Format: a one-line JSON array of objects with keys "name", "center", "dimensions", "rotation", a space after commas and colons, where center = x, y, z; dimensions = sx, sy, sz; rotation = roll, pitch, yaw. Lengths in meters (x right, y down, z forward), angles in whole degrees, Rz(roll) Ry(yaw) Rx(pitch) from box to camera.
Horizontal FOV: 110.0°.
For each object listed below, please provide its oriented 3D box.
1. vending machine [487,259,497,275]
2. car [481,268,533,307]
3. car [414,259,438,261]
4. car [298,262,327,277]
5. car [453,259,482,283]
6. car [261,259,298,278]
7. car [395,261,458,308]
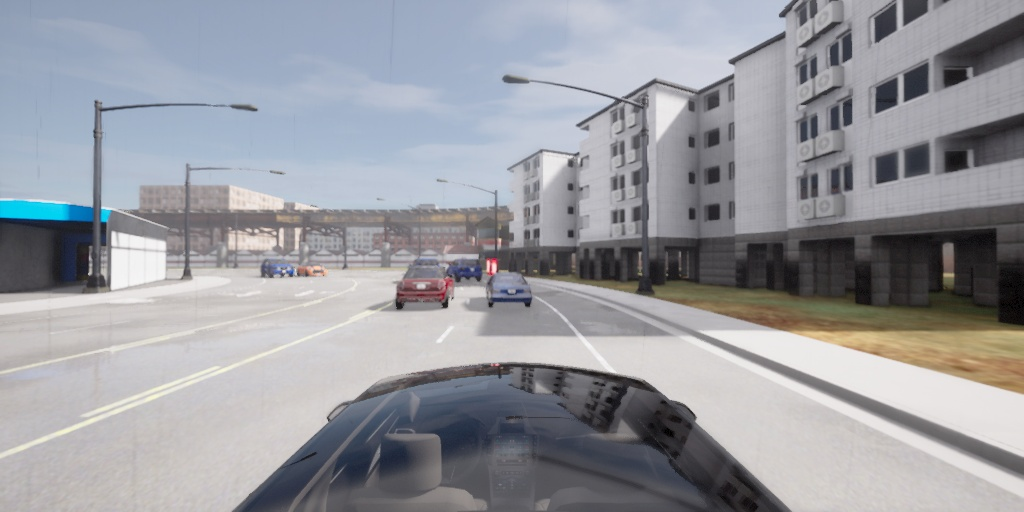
[{"name": "vending machine", "center": [-2.296, 1.315, 41.273], "dimensions": [1.100, 2.100, 0.880], "rotation": [0, 0, -30]}, {"name": "car", "center": [-0.249, 1.434, 16.323], "dimensions": [2.033, 1.411, 5.357], "rotation": [0, -1, -5]}, {"name": "car", "center": [-7.599, 1.241, 31.023], "dimensions": [2.150, 2.045, 5.566], "rotation": [0, 0, -23]}, {"name": "car", "center": [-23.309, 1.474, 41.749], "dimensions": [4.553, 1.767, 2.097], "rotation": [0, -1, 44]}, {"name": "car", "center": [-4.374, 1.253, 32.387], "dimensions": [2.150, 2.045, 5.566], "rotation": [0, 0, -23]}, {"name": "car", "center": [-25.724, 1.306, 39.229], "dimensions": [5.566, 2.045, 2.150], "rotation": [-1, -1, 43]}, {"name": "car", "center": [-3.748, 1.234, 16.089], "dimensions": [2.097, 1.767, 4.553], "rotation": [0, -1, -6]}]
